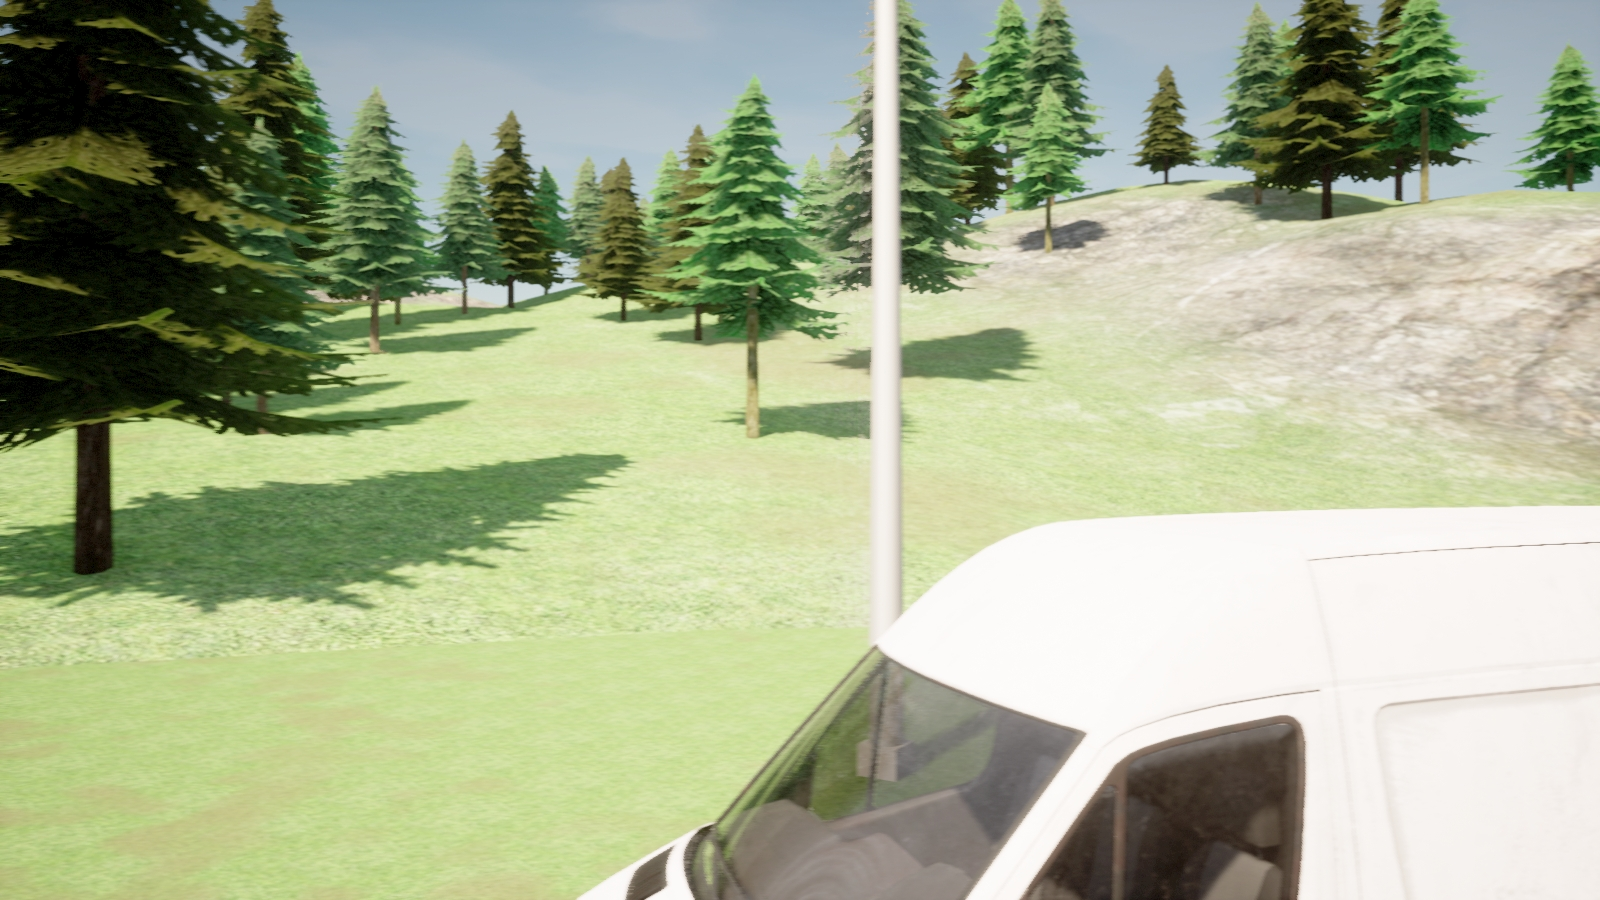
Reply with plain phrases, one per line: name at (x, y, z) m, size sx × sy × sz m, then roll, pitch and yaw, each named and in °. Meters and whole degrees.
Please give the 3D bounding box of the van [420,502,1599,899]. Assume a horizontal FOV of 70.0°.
van at (1.783, 1.532, 4.118) m, size 5.915 × 2.561 × 1.988 m, roll 0°, pitch -1°, yaw -16°
